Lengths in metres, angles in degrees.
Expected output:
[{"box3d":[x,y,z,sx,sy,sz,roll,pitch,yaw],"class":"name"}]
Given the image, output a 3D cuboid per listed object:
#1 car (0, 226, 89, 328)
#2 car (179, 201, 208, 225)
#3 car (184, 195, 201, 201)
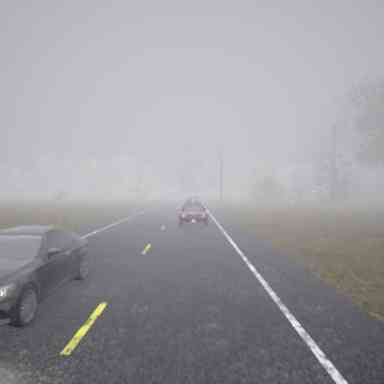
[{"box3d":[-3.600,1.500,7.054,1.812,1.442,4.674,0,0,0],"class":"car"},{"box3d":[0.103,1.517,23.089,1.895,1.301,4.718,0,0,0],"class":"car"},{"box3d":[0.106,1.202,41.631,2.097,1.767,4.553,0,0,0],"class":"car"}]
